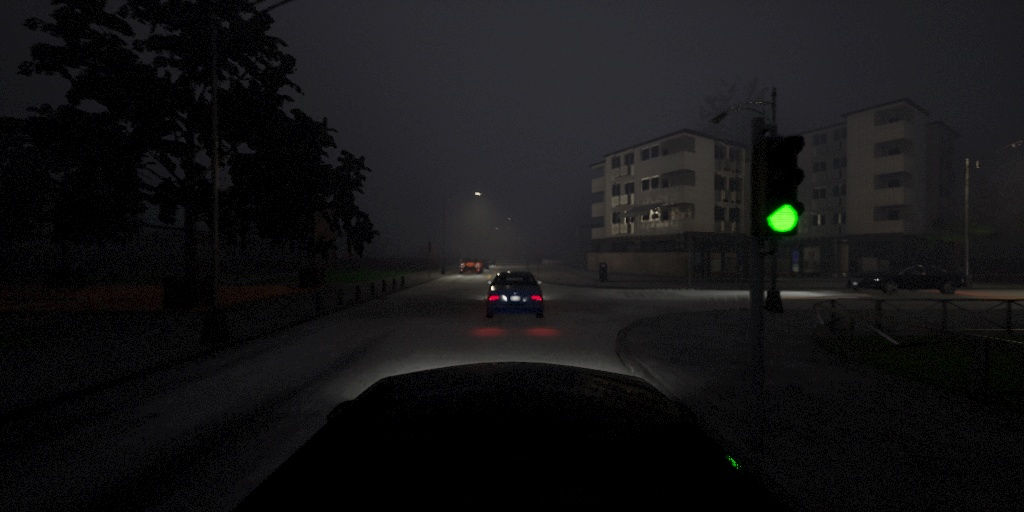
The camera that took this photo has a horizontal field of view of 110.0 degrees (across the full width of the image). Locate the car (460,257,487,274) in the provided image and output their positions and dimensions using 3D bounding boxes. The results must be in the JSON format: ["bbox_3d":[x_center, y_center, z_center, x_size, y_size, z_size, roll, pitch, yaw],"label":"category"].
[{"bbox_3d":[-4.106,0.927,37.007,2.097,1.767,4.553,0,0,0],"label":"car"}]

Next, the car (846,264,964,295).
[{"bbox_3d":[20.219,1.158,18.579,4.902,1.511,2.128,0,0,0],"label":"car"}]

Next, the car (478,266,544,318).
[{"bbox_3d":[0.093,1.243,12.737,2.033,1.411,5.357,0,0,0],"label":"car"}]

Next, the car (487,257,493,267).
[{"bbox_3d":[-4.100,1.065,48.572,2.033,1.411,5.357,0,0,0],"label":"car"}]
